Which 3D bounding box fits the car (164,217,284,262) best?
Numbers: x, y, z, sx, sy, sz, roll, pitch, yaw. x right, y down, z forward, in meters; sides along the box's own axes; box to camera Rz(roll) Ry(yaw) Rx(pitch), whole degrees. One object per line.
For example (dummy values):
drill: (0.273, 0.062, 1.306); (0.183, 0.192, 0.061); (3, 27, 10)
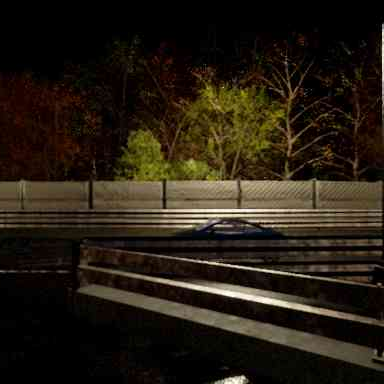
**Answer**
car: (1.030, 1.567, 11.326); (4.181, 1.385, 1.994); (0, 0, -2)
